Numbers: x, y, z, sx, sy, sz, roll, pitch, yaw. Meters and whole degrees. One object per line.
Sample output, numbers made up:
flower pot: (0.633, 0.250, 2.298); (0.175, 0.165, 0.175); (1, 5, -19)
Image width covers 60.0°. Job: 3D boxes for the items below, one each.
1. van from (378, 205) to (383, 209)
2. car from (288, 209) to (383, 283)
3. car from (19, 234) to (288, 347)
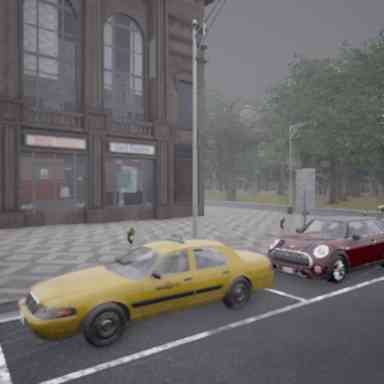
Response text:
van: (8.469, 1.329, 12.693); (3.998, 1.788, 1.690); (0, 0, -36)
car: (4.042, 1.433, 9.534); (4.097, 1.590, 1.967); (0, 0, -36)
car: (-0.522, 1.523, 6.278); (4.829, 1.417, 1.752); (0, 0, -36)
